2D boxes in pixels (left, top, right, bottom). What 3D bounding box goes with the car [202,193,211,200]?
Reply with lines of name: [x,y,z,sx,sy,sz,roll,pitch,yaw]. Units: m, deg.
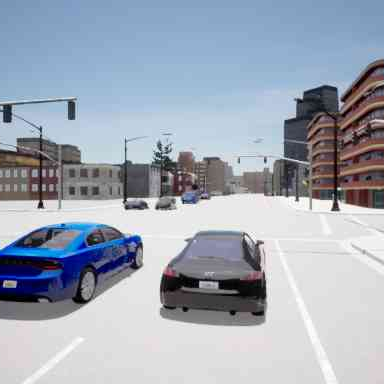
car: [2.839,1.000,70.932,2.033,1.411,5.357,0,1,11]

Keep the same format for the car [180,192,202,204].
car: [-0.260,0.958,55.469,2.150,2.045,5.566,0,1,11]

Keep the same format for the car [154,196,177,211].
car: [-3.146,1.440,40.255,1.837,1.490,4.892,0,0,9]

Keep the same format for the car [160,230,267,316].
car: [0.690,1.564,7.665,1.994,1.385,4.181,0,0,12]

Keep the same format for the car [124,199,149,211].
car: [-6.737,1.502,40.495,1.994,1.385,4.181,0,0,11]

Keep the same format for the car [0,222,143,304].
car: [-2.747,1.478,8.312,1.882,1.535,5.008,0,0,11]

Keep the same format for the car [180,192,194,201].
car: [-0.991,0.853,69.564,2.097,1.767,4.553,0,1,11]

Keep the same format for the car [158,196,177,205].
car: [-4.018,1.366,54.465,1.895,1.301,4.718,0,1,12]
